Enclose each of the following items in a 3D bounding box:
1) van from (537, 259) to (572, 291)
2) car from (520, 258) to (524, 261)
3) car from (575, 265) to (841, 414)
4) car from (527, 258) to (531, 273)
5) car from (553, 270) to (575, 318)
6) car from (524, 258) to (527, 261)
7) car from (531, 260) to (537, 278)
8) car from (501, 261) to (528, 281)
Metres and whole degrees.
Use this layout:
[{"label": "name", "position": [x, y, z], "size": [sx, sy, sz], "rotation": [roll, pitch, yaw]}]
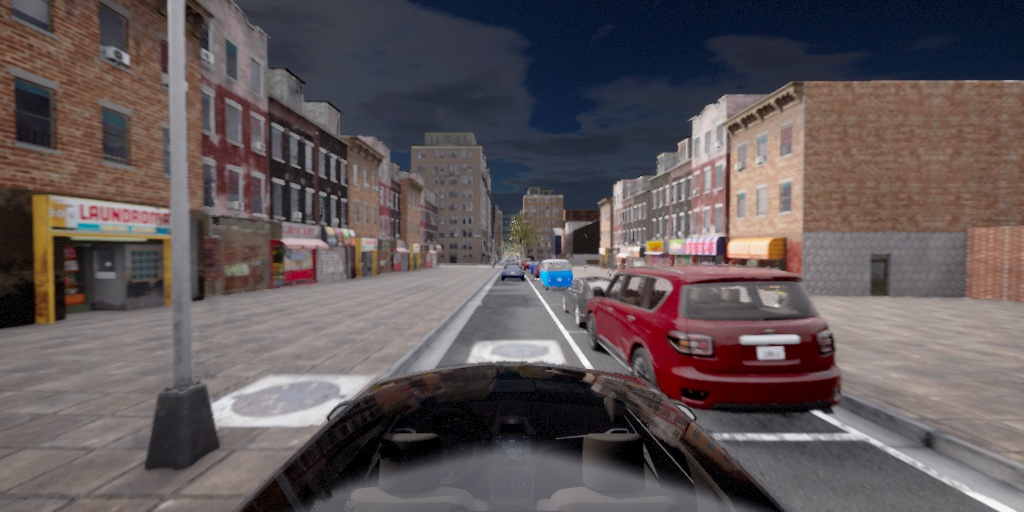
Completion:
[{"label": "van", "position": [2.645, 1.099, 21.882], "size": [1.690, 1.789, 3.998], "rotation": [0, 0, 0]}, {"label": "car", "position": [0.094, 1.323, 45.567], "size": [2.128, 1.511, 4.902], "rotation": [0, 0, 0]}, {"label": "car", "position": [2.640, 1.061, 6.013], "size": [2.192, 1.841, 5.009], "rotation": [0, 0, 0]}, {"label": "car", "position": [3.030, 1.290, 40.953], "size": [1.882, 1.535, 5.008], "rotation": [0, 0, 0]}, {"label": "car", "position": [2.641, 1.298, 11.301], "size": [2.007, 1.370, 4.403], "rotation": [0, 0, 0]}, {"label": "car", "position": [2.656, 1.420, 53.621], "size": [1.888, 1.381, 4.507], "rotation": [0, 0, 0]}, {"label": "car", "position": [3.036, 1.313, 33.950], "size": [1.812, 1.442, 4.674], "rotation": [0, 0, 0]}, {"label": "car", "position": [0.087, 1.342, 30.858], "size": [1.994, 1.385, 4.181], "rotation": [0, 0, 0]}]
